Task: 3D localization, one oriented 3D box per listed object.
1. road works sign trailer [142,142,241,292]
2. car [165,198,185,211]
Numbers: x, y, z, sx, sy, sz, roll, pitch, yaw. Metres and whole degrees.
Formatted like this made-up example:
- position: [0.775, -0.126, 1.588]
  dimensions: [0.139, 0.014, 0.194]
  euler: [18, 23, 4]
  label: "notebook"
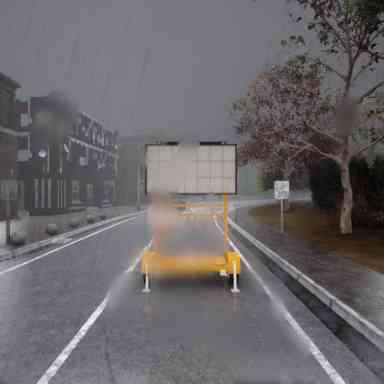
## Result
- position: [-0.021, 0.467, 8.899]
  dimensions: [2.380, 3.560, 2.880]
  euler: [0, 0, 0]
  label: "road works sign trailer"
- position: [-2.039, 1.501, 40.241]
  dimensions: [2.128, 1.511, 4.902]
  euler: [0, 0, 7]
  label: "car"
